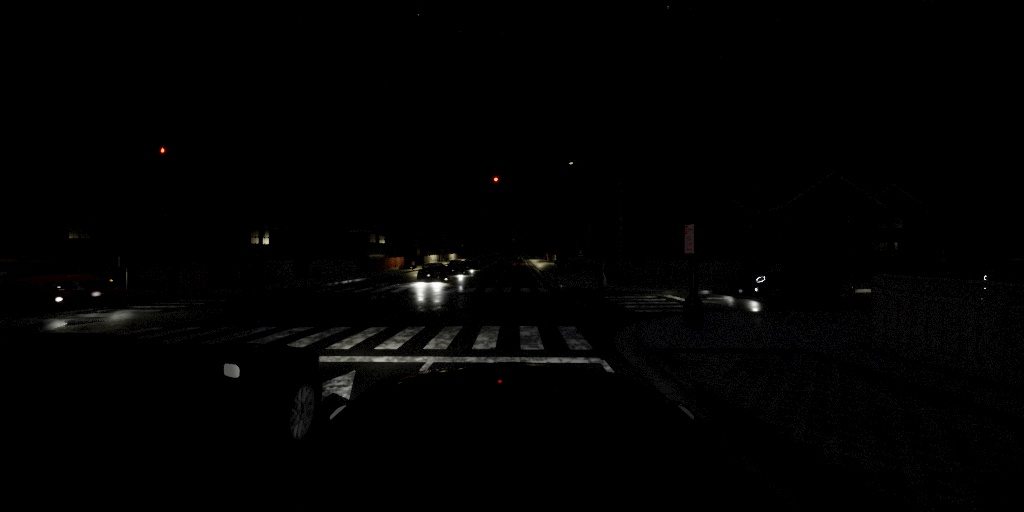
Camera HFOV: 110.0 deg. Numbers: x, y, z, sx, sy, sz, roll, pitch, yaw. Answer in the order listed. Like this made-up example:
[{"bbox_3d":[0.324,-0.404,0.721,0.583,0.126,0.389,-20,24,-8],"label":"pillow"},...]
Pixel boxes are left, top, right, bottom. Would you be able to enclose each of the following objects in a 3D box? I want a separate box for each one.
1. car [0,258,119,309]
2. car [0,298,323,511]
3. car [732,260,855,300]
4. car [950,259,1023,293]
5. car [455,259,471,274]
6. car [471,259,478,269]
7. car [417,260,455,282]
[{"bbox_3d":[-18.494,1.110,13.590,5.566,2.045,2.150,-1,0,1],"label":"car"},{"bbox_3d":[-3.153,1.228,2.192,1.882,1.535,5.008,0,0,1],"label":"car"},{"bbox_3d":[12.647,0.994,16.349,4.553,1.767,2.097,0,0,-1],"label":"car"},{"bbox_3d":[22.720,0.914,16.451,4.553,1.767,2.097,0,0,0],"label":"car"},{"bbox_3d":[-5.964,1.166,38.776,1.812,1.442,4.674,0,0,1],"label":"car"},{"bbox_3d":[-5.767,1.061,49.419,2.033,1.411,5.357,0,1,2],"label":"car"},{"bbox_3d":[-6.137,1.251,28.484,1.994,1.385,4.181,0,0,1],"label":"car"}]
